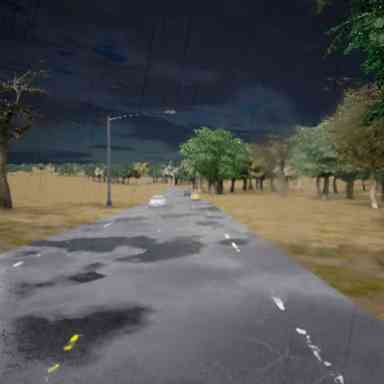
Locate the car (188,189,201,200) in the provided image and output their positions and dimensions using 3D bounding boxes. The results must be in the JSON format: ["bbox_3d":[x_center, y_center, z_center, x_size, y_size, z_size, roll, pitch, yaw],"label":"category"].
[{"bbox_3d":[0.606,0.682,59.727,1.801,1.575,5.366,0,1,-1],"label":"car"}]

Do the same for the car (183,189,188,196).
[{"bbox_3d":[-1.049,0.298,78.309,2.033,1.411,5.357,0,1,-2],"label":"car"}]

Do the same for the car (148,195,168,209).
[{"bbox_3d":[-3.855,1.128,38.236,1.812,1.442,4.674,0,1,-1],"label":"car"}]
